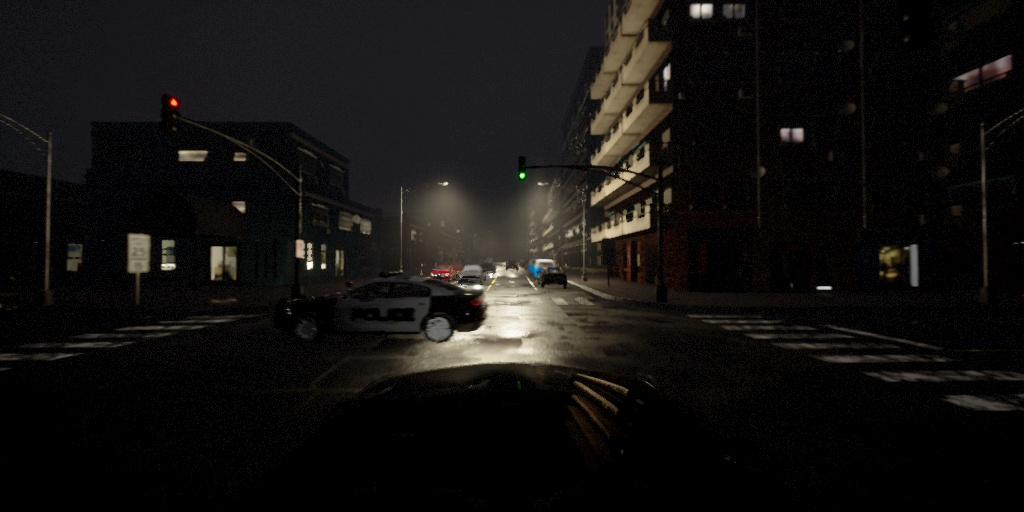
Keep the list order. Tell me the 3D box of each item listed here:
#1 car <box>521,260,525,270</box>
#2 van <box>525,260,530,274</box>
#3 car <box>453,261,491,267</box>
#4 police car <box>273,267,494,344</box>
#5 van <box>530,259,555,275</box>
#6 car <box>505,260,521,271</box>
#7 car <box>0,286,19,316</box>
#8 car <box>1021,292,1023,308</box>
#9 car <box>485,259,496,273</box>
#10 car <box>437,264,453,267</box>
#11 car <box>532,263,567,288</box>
[{"bbox_3d":[2.681,1.439,52.495,1.751,1.417,4.829,0,0,0],"label":"car"},{"bbox_3d":[2.683,1.223,41.164,1.690,1.789,3.998,0,0,0],"label":"van"},{"bbox_3d":[-3.099,1.390,28.682,2.033,1.411,5.357,0,0,0],"label":"car"},{"bbox_3d":[-3.222,1.203,9.167,5.238,1.638,1.930,0,0,1],"label":"police car"},{"bbox_3d":[2.685,1.188,30.002,1.690,1.789,3.998,0,0,0],"label":"van"},{"bbox_3d":[-0.011,1.444,53.908,1.812,1.442,4.674,0,0,0],"label":"car"},{"bbox_3d":[-19.717,1.488,12.204,4.403,1.370,2.007,0,0,1],"label":"car"},{"bbox_3d":[19.622,1.302,11.672,4.507,1.381,1.888,0,0,1],"label":"car"},{"bbox_3d":[-3.084,1.457,44.816,1.994,1.385,4.181,0,0,0],"label":"car"},{"bbox_3d":[-5.696,1.428,29.965,1.802,1.307,4.207,0,0,0],"label":"car"},{"bbox_3d":[2.687,1.379,24.422,2.007,1.370,4.403,0,0,0],"label":"car"}]
